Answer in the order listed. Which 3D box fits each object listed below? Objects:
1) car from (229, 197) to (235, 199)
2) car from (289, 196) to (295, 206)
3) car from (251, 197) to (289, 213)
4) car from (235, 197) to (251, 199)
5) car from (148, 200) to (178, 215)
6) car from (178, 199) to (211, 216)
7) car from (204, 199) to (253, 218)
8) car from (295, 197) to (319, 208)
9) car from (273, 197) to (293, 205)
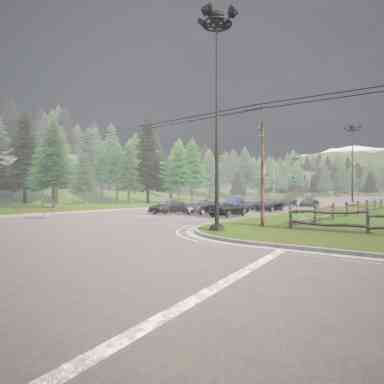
[{"bbox_3d":[5.728,1.474,45.239,1.882,1.535,5.008,0,0,37],"label":"car"},{"bbox_3d":[15.125,1.496,52.055,1.837,1.490,4.892,0,2,37],"label":"car"},{"bbox_3d":[8.920,1.475,37.778,1.882,1.535,5.008,0,0,36],"label":"car"},{"bbox_3d":[7.523,1.523,41.752,1.812,1.442,4.674,0,0,36],"label":"car"},{"bbox_3d":[-2.173,1.544,34.483,2.033,1.411,5.357,0,0,36],"label":"car"},{"bbox_3d":[1.229,1.489,33.223,2.128,1.511,4.902,0,0,36],"label":"car"},{"bbox_3d":[3.378,1.599,30.216,1.895,1.301,4.718,0,0,36],"label":"car"},{"bbox_3d":[17.309,1.499,49.127,1.837,1.490,4.892,0,1,37],"label":"car"},{"bbox_3d":[16.290,1.597,59.479,1.895,1.301,4.718,0,0,37],"label":"car"}]
